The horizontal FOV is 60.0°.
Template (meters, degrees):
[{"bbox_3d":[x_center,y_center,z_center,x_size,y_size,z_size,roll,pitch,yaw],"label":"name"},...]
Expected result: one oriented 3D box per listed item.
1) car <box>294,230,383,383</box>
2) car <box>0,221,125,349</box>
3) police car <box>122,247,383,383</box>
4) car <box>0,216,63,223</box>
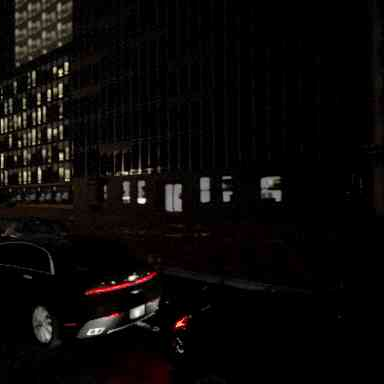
[{"bbox_3d":[3.588,1.461,4.000,4.097,1.590,1.967,0,-1,36],"label":"car"},{"bbox_3d":[-2.781,1.539,6.357,4.892,1.490,1.837,0,0,36],"label":"car"},{"bbox_3d":[1.973,1.441,2.859,5.238,1.638,1.930,0,0,35],"label":"police car"},{"bbox_3d":[-5.457,1.495,10.502,4.097,1.590,1.967,0,-1,36],"label":"car"}]
